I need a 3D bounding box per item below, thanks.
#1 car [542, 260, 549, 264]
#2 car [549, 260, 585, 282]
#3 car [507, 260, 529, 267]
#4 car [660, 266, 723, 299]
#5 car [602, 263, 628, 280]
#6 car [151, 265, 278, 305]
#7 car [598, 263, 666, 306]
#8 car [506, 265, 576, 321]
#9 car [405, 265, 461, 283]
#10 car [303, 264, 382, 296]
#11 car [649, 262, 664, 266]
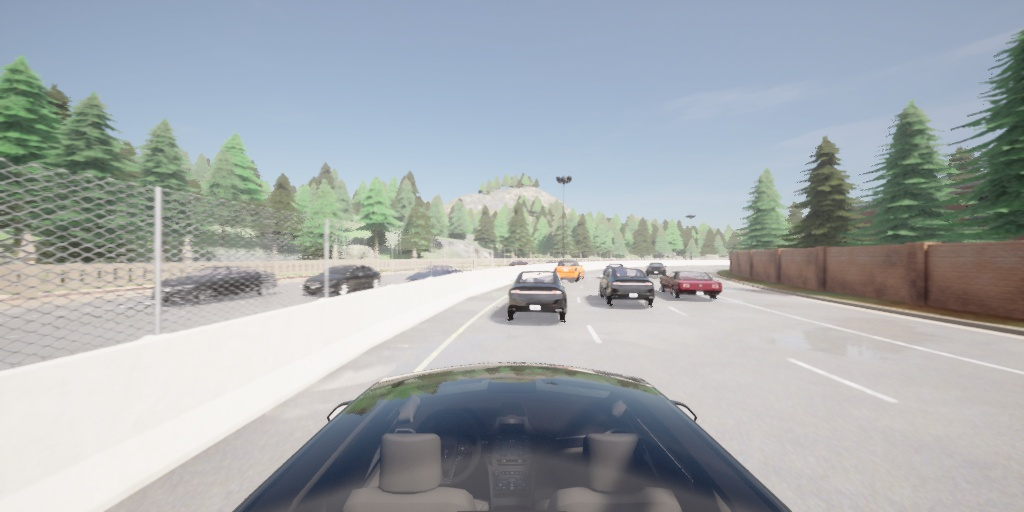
[{"bbox_3d":[6.241,1.342,57.898,1.994,1.385,4.181,0,0,32],"label":"car"},{"bbox_3d":[4.823,1.124,29.966,2.097,1.767,4.553,0,0,17],"label":"car"},{"bbox_3d":[0.988,1.320,56.031,1.994,1.385,4.181,0,0,30],"label":"car"},{"bbox_3d":[8.933,1.390,18.386,1.895,1.301,4.718,0,0,11],"label":"car"},{"bbox_3d":[9.549,1.357,32.969,1.994,1.385,4.181,0,0,20],"label":"car"},{"bbox_3d":[-12.895,1.185,15.979,2.128,1.511,4.902,0,0,9],"label":"car"},{"bbox_3d":[4.969,1.264,15.918,2.128,1.511,4.902,0,0,9],"label":"car"},{"bbox_3d":[0.948,1.246,12.539,2.128,1.511,4.902,0,0,7],"label":"car"},{"bbox_3d":[-4.719,1.277,22.459,2.033,1.411,5.357,0,0,12],"label":"car"},{"bbox_3d":[-8.849,1.217,19.150,1.837,1.490,4.892,0,0,10],"label":"car"},{"bbox_3d":[14.188,1.339,35.272,1.812,1.442,4.674,0,0,22],"label":"car"}]
